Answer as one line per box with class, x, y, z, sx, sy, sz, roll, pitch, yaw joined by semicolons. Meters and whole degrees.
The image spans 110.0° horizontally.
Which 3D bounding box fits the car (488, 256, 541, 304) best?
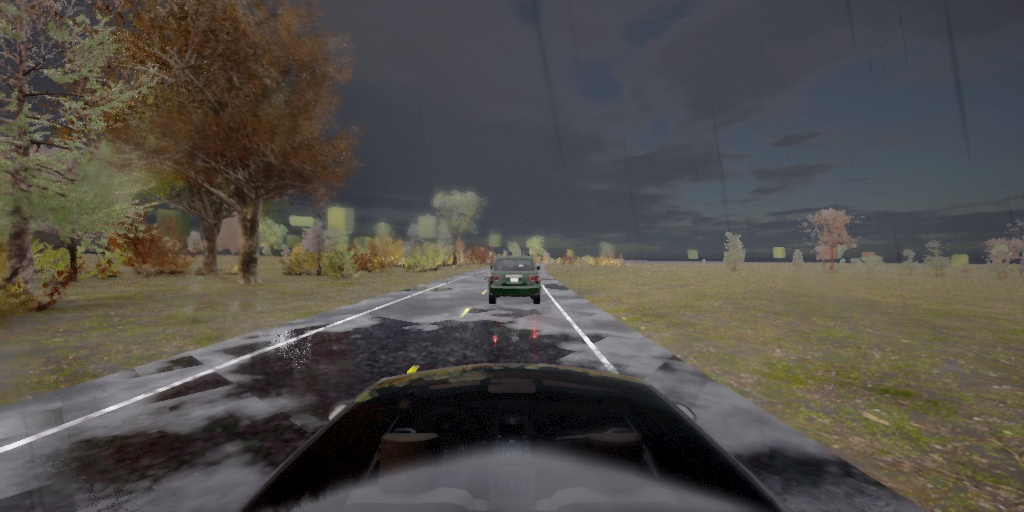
car;0.141;1.020;16.462;2.150;2.045;5.566;0;0;1
